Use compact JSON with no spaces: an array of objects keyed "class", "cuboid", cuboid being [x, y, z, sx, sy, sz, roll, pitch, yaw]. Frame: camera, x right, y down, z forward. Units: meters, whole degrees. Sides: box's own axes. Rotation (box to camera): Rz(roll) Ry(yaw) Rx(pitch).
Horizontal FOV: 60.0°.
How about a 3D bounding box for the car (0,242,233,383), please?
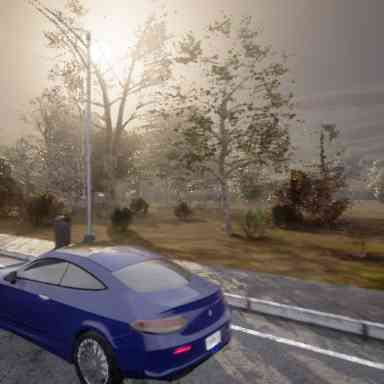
[{"class":"car","cuboid":[-1.627,1.526,5.153,4.674,1.442,1.812,0,0,35]}]
